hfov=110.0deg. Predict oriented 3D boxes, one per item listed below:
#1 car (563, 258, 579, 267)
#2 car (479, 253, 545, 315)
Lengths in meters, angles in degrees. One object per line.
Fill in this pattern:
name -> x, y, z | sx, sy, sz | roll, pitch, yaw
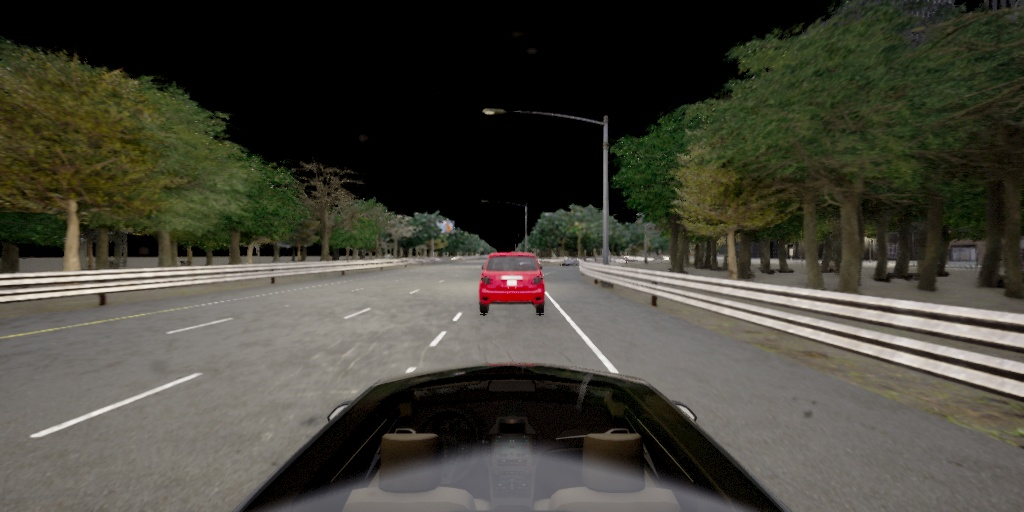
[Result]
car -> 9.877, 1.039, 59.050 | 1.994, 1.385, 4.181 | 0, 0, 28
car -> 0.002, 0.926, 13.454 | 2.150, 2.045, 5.566 | 0, -1, 0
